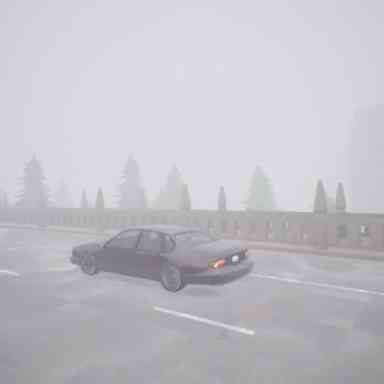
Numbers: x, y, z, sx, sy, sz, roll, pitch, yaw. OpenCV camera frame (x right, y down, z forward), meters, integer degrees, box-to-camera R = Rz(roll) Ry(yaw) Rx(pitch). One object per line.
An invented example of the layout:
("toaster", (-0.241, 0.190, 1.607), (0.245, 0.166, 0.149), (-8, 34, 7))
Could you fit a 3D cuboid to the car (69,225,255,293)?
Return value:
("car", (-1.046, 1.612, 9.044), (5.357, 1.411, 2.033), (-1, -1, 36))
